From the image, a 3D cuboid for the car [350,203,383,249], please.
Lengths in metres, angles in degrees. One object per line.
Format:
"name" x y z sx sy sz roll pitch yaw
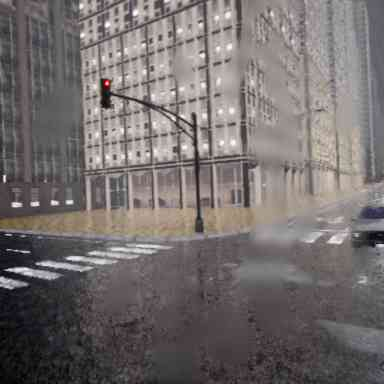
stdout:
"car" 7.246 1.145 12.599 2.033 1.411 5.357 -2 2 32
